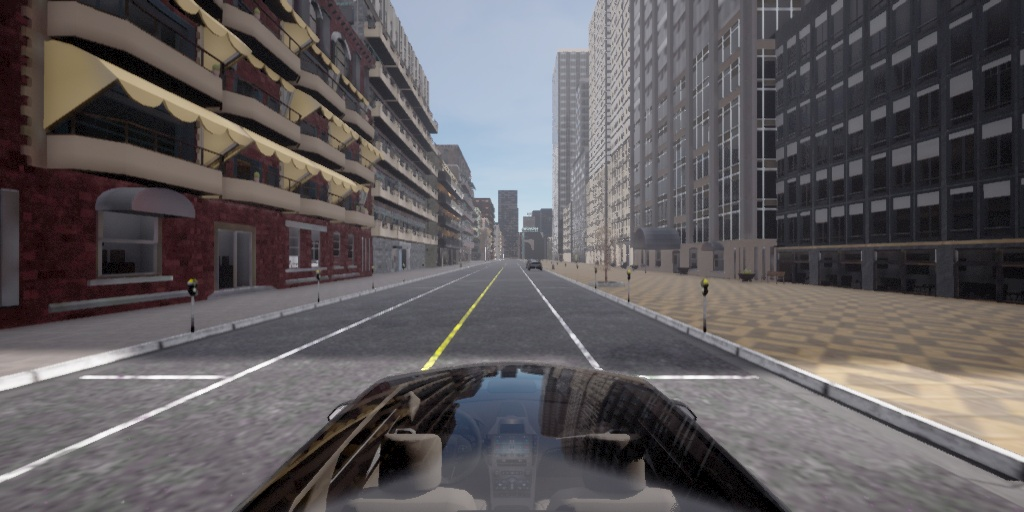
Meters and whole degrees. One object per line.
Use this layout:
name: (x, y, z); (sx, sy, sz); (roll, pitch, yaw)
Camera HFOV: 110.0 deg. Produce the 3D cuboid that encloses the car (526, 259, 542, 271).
car: (3.146, 1.255, 49.847); (1.837, 1.490, 4.892); (0, 0, 0)
